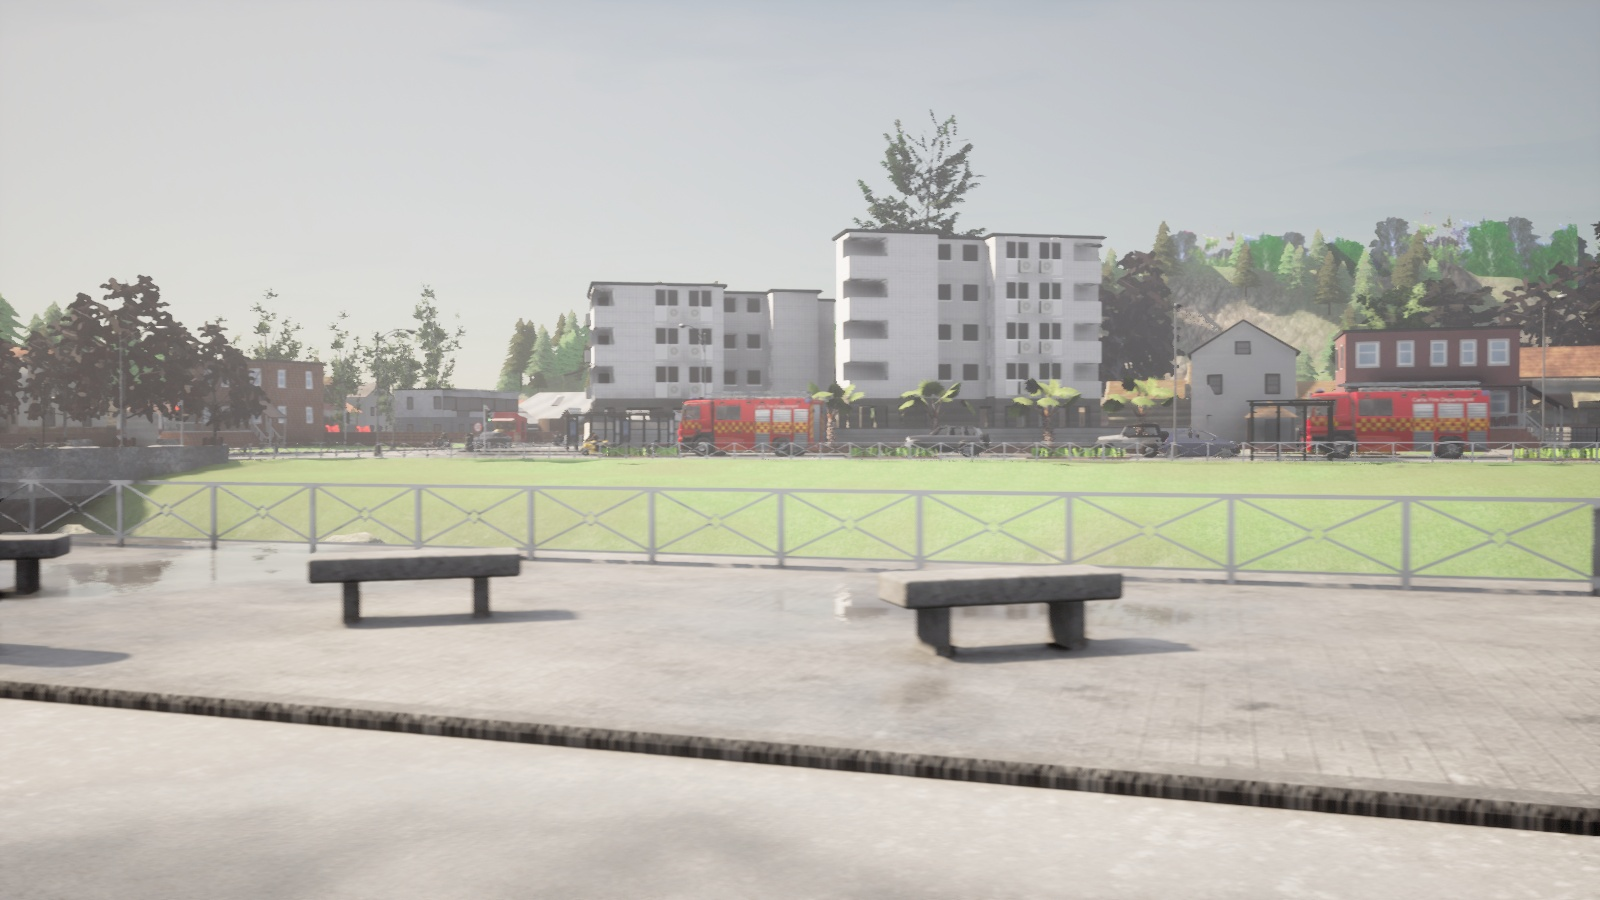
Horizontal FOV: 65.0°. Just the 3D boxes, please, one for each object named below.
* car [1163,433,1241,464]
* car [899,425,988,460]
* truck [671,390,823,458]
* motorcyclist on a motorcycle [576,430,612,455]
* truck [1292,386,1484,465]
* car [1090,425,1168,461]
[{"bbox_3d":[19.890,-0.080,62.129,3.633,1.501,1.845,1,1,19],"label":"car"},{"bbox_3d":[8.048,-0.450,70.325,4.605,1.855,1.932,1,1,19],"label":"car"},{"bbox_3d":[-3.131,-1.535,74.038,8.468,3.827,2.891,1,1,20],"label":"truck"},{"bbox_3d":[-12.692,-0.477,77.293,2.044,1.523,0.797,0,1,19],"label":"motorcyclist on a motorcycle"},{"bbox_3d":[29.362,-1.239,63.148,8.468,3.827,2.891,1,1,19],"label":"truck"},{"bbox_3d":[17.589,-0.389,67.118,3.866,1.878,1.905,0,1,19],"label":"car"}]
